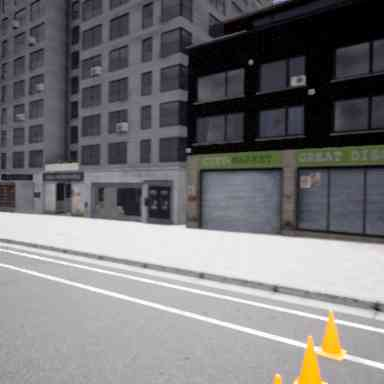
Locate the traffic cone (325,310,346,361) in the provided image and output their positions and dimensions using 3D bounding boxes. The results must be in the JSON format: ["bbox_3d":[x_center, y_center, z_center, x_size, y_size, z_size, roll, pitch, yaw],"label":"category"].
[{"bbox_3d":[1.939,1.955,4.646,0.340,0.580,0.340,0,0,36],"label":"traffic cone"}]

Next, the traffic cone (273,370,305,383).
[{"bbox_3d":[0.776,1.954,3.019,0.340,0.580,0.340,0,0,36],"label":"traffic cone"}]

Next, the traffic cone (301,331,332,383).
[{"bbox_3d":[1.358,1.954,3.833,0.340,0.580,0.340,0,0,36],"label":"traffic cone"}]
